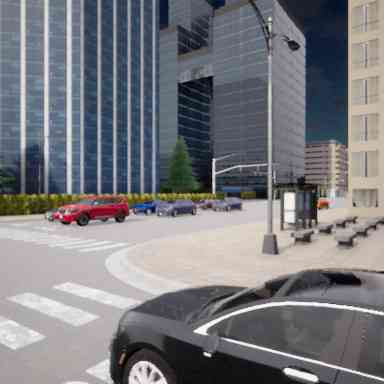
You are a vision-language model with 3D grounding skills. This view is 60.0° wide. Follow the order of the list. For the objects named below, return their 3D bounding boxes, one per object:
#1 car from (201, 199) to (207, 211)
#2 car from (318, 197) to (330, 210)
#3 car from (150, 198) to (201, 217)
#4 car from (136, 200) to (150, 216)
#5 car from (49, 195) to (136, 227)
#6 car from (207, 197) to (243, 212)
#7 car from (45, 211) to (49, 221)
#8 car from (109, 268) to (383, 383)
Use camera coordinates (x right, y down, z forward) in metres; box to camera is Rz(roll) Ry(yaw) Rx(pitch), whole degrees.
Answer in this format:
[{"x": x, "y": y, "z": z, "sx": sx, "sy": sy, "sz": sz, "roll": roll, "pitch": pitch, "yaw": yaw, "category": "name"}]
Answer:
[{"x": 1.846, "y": 1.579, "z": 42.413, "sx": 1.812, "sy": 1.442, "sz": 4.674, "roll": 0, "pitch": 0, "yaw": 36, "category": "car"}, {"x": 16.750, "y": 1.406, "z": 44.469, "sx": 2.097, "sy": 1.767, "sz": 4.553, "roll": 0, "pitch": 0, "yaw": 39, "category": "car"}, {"x": -1.491, "y": 1.405, "z": 31.784, "sx": 2.097, "sy": 1.767, "sz": 4.553, "roll": 0, "pitch": 0, "yaw": 36, "category": "car"}, {"x": -3.986, "y": 1.531, "z": 34.312, "sx": 1.882, "sy": 1.535, "sz": 5.008, "roll": 0, "pitch": 0, "yaw": 36, "category": "car"}, {"x": -6.997, "y": 1.276, "z": 24.108, "sx": 2.150, "sy": 2.045, "sz": 5.566, "roll": 0, "pitch": 0, "yaw": 36, "category": "car"}, {"x": 4.246, "y": 1.405, "z": 39.757, "sx": 2.097, "sy": 1.767, "sz": 4.553, "roll": 0, "pitch": 0, "yaw": 36, "category": "car"}, {"x": -9.417, "y": 1.579, "z": 26.724, "sx": 1.812, "sy": 1.442, "sz": 4.674, "roll": 0, "pitch": 0, "yaw": 36, "category": "car"}, {"x": 1.313, "y": 1.506, "z": 3.034, "sx": 4.892, "sy": 1.490, "sz": 1.837, "roll": 1, "pitch": 0, "yaw": 36, "category": "car"}]
